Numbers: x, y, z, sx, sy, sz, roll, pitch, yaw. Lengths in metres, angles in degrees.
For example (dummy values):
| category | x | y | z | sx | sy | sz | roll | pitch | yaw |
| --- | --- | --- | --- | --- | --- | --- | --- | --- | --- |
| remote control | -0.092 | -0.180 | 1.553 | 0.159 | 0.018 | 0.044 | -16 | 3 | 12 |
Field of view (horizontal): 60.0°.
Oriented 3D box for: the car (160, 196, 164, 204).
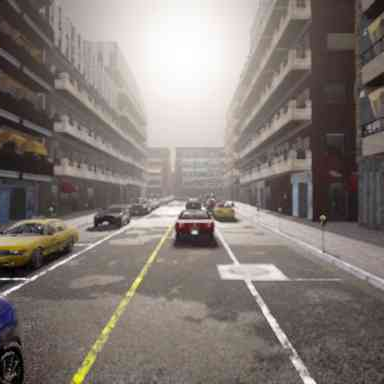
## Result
| category | x | y | z | sx | sy | sz | roll | pitch | yaw |
| --- | --- | --- | --- | --- | --- | --- | --- | --- | --- |
| car | -5.206 | 1.464 | 44.533 | 1.752 | 1.417 | 4.829 | 1 | 0 | 0 |

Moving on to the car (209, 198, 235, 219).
| category | x | y | z | sx | sy | sz | roll | pitch | yaw |
| --- | --- | --- | --- | --- | --- | --- | --- | --- | --- |
| car | 2.638 | 1.477 | 28.195 | 1.752 | 1.417 | 4.829 | 1 | 0 | 0 |

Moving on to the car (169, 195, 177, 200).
| category | x | y | z | sx | sy | sz | roll | pitch | yaw |
| --- | --- | --- | --- | --- | --- | --- | --- | --- | --- |
| car | -5.077 | 1.526 | 89.217 | 1.947 | 1.339 | 4.313 | 1 | 0 | 0 |

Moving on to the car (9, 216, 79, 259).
| category | x | y | z | sx | sy | sz | roll | pitch | yaw |
| --- | --- | --- | --- | --- | --- | --- | --- | --- | --- |
| car | -5.279 | 1.504 | 11.150 | 1.752 | 1.417 | 4.829 | 1 | 0 | 0 |

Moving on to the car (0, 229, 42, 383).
| category | x | y | z | sx | sy | sz | roll | pitch | yaw |
| --- | --- | --- | --- | --- | --- | --- | --- | --- | --- |
| car | -2.846 | 1.349 | 1.642 | 2.097 | 1.767 | 4.553 | 0 | 0 | 0 |

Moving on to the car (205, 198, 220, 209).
| category | x | y | z | sx | sy | sz | roll | pitch | yaw |
| --- | --- | --- | --- | --- | --- | --- | --- | --- | --- |
| car | 2.673 | 1.520 | 44.715 | 1.802 | 1.307 | 4.206 | 1 | 0 | 0 |

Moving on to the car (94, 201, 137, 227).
| category | x | y | z | sx | sy | sz | roll | pitch | yaw |
| --- | --- | --- | --- | --- | --- | --- | --- | --- | --- |
| car | -5.255 | 1.525 | 22.447 | 1.947 | 1.339 | 4.313 | 1 | 0 | 0 |

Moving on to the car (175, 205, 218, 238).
| category | x | y | z | sx | sy | sz | roll | pitch | yaw |
| --- | --- | --- | --- | --- | --- | --- | --- | --- | --- |
| car | 0.138 | 1.568 | 17.527 | 1.895 | 1.301 | 4.718 | 0 | 0 | 0 |

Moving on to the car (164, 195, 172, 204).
| category | x | y | z | sx | sy | sz | roll | pitch | yaw |
| --- | --- | --- | --- | --- | --- | --- | --- | --- | --- |
| car | -5.176 | 1.461 | 61.226 | 1.752 | 1.417 | 4.829 | 1 | 0 | 0 |

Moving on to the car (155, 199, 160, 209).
| category | x | y | z | sx | sy | sz | roll | pitch | yaw |
| --- | --- | --- | --- | --- | --- | --- | --- | --- | --- |
| car | -5.218 | 1.467 | 38.969 | 1.752 | 1.417 | 4.829 | 1 | 0 | 0 |

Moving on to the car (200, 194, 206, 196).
| category | x | y | z | sx | sy | sz | roll | pitch | yaw |
| --- | --- | --- | --- | --- | --- | --- | --- | --- | --- |
| car | 2.689 | 1.251 | 50.280 | 2.192 | 1.841 | 5.009 | 1 | 0 | 0 |

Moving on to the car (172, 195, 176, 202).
| category | x | y | z | sx | sy | sz | roll | pitch | yaw |
| --- | --- | --- | --- | --- | --- | --- | --- | --- | --- |
| car | -5.135 | 1.467 | 72.354 | 1.752 | 1.417 | 4.829 | 1 | 0 | 0 |

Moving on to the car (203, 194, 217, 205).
| category | x | y | z | sx | sy | sz | roll | pitch | yaw |
| --- | --- | --- | --- | --- | --- | --- | --- | --- | --- |
| car | 2.663 | 1.382 | 39.151 | 1.967 | 1.590 | 4.097 | 1 | 0 | 0 |

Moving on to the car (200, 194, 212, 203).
| category | x | y | z | sx | sy | sz | roll | pitch | yaw |
| --- | --- | --- | --- | --- | --- | --- | --- | --- | --- |
| car | 2.725 | 1.253 | 66.970 | 2.192 | 1.841 | 5.009 | 1 | 0 | 0 |

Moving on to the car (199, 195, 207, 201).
| category | x | y | z | sx | sy | sz | roll | pitch | yaw |
| --- | --- | --- | --- | --- | --- | --- | --- | --- | --- |
| car | 2.758 | 1.518 | 83.660 | 1.947 | 1.339 | 4.313 | 1 | 0 | 0 |

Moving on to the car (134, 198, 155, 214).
| category | x | y | z | sx | sy | sz | roll | pitch | yaw |
| --- | --- | --- | --- | --- | --- | --- | --- | --- | --- |
| car | -5.229 | 1.386 | 33.576 | 1.967 | 1.590 | 4.097 | 1 | 0 | 0 |

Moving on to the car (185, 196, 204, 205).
| category | x | y | z | sx | sy | sz | roll | pitch | yaw |
| --- | --- | --- | --- | --- | --- | --- | --- | --- | --- |
| car | 0.191 | 1.504 | 40.972 | 1.994 | 1.385 | 4.181 | 0 | 0 | 0 |

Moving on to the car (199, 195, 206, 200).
| category | x | y | z | sx | sy | sz | roll | pitch | yaw |
| --- | --- | --- | --- | --- | --- | --- | --- | --- | --- |
| car | 2.770 | 1.505 | 89.225 | 1.887 | 1.381 | 4.507 | 1 | 0 | 0 |
